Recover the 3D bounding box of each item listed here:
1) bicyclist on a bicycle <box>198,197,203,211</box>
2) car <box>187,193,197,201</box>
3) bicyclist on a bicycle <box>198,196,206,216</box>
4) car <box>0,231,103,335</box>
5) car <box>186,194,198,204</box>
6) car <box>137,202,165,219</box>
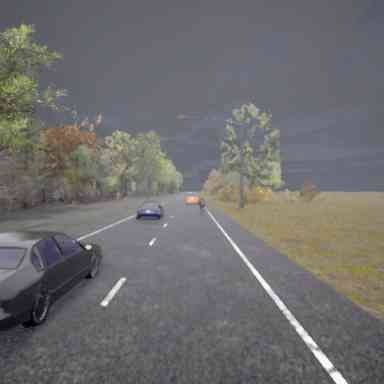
[{"bbox_3d":[0.963,1.343,38.646,0.582,1.620,1.656,0,0,0],"label":"bicyclist on a bicycle"},{"bbox_3d":[-0.001,1.145,75.254,2.097,1.767,4.553,0,0,0],"label":"car"},{"bbox_3d":[0.964,1.368,29.645,0.582,1.620,1.656,0,0,0],"label":"bicyclist on a bicycle"},{"bbox_3d":[-3.402,1.528,6.895,2.033,1.411,5.357,0,0,0],"label":"car"},{"bbox_3d":[0.057,1.187,58.320,2.097,1.767,4.553,0,0,0],"label":"car"},{"bbox_3d":[-3.401,1.485,27.878,1.994,1.385,4.181,0,0,0],"label":"car"}]
